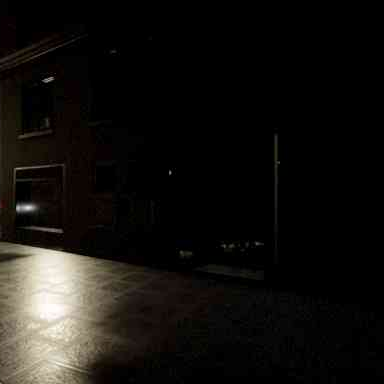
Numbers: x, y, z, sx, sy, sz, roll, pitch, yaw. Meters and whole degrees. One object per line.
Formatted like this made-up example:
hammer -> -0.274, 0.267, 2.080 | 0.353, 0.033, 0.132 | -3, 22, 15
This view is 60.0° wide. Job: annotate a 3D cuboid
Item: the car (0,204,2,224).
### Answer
car -> -11.558, 1.197, 23.834 | 2.150, 2.045, 5.566 | 0, 0, 35
